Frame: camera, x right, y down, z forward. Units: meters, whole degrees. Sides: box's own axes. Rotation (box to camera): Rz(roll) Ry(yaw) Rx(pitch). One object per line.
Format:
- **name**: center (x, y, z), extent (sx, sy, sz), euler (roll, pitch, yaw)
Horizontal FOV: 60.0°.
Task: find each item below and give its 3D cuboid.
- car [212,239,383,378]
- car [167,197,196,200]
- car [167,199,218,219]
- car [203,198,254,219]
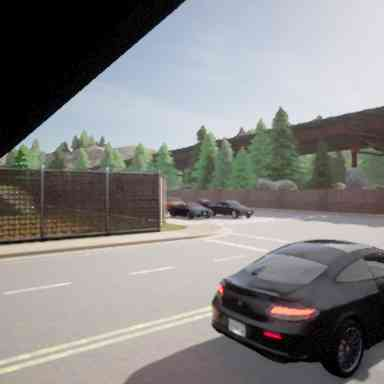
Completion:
- **car**: center (2.438, 1.520, 5.484), extent (4.674, 1.442, 1.812), euler (0, 0, -35)
- **car**: center (-2.006, 1.330, 37.040), extent (2.097, 1.767, 4.553), euler (0, 0, -36)
- **car**: center (-0.124, 1.546, 28.476), extent (1.994, 1.385, 4.181), euler (0, 0, -36)
- **car**: center (3.392, 1.483, 29.585), extent (1.837, 1.490, 4.892), euler (0, 0, -36)
